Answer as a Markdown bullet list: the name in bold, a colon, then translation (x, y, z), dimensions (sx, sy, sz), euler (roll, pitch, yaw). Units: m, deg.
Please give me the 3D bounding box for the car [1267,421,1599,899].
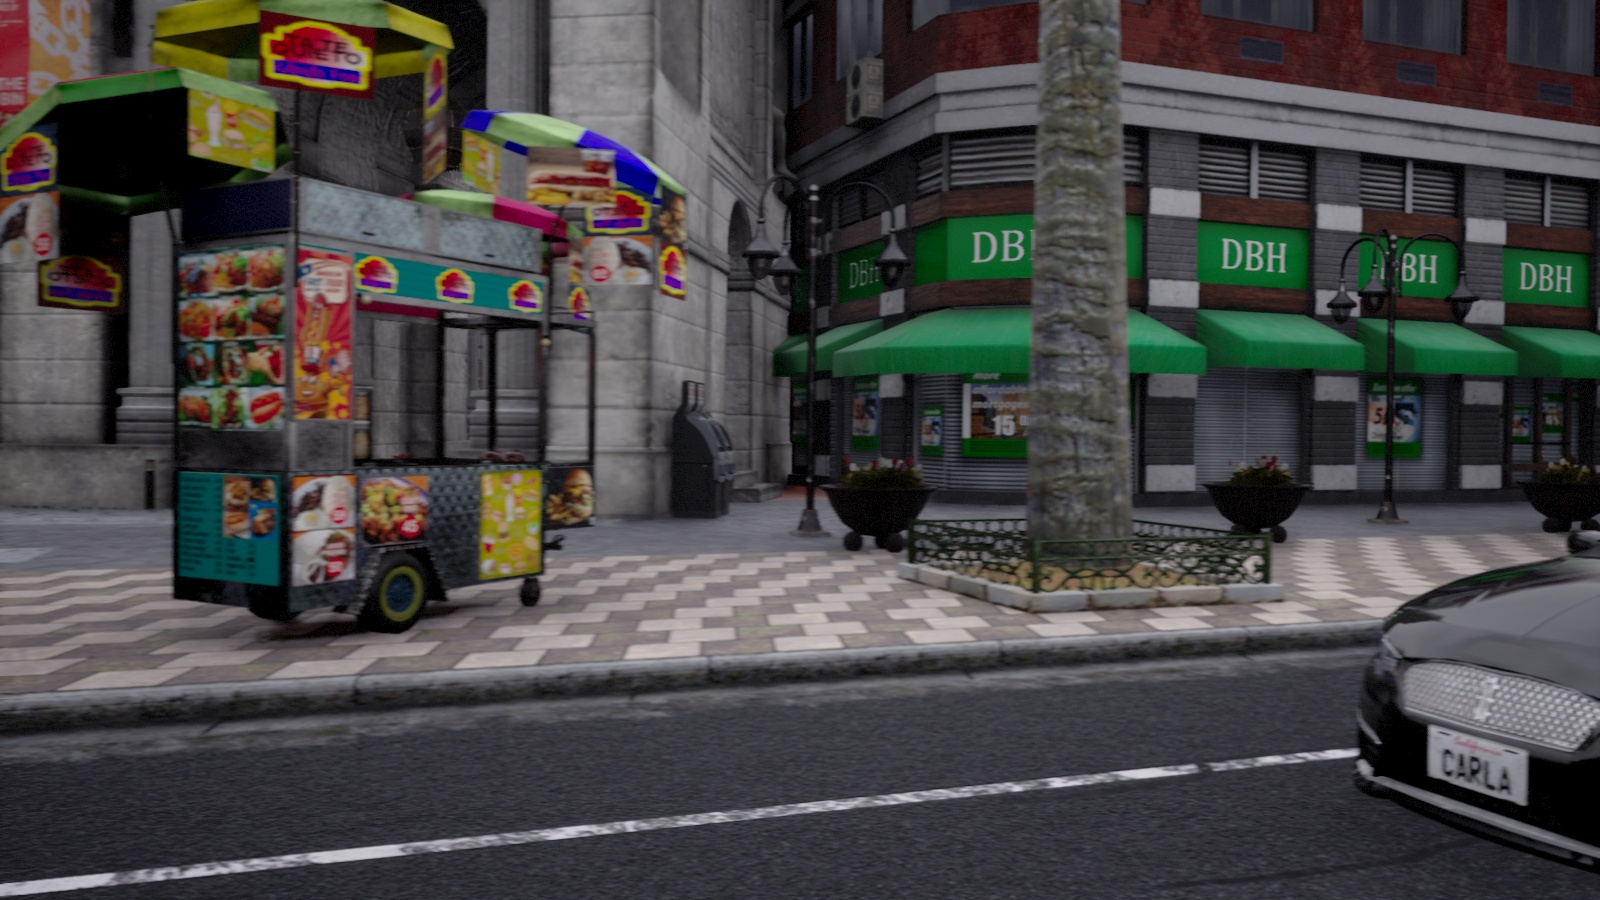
- **car**: translation (4.554, 0.625, 4.947), dimensions (4.902, 1.511, 2.128), euler (-1, 1, -21)
